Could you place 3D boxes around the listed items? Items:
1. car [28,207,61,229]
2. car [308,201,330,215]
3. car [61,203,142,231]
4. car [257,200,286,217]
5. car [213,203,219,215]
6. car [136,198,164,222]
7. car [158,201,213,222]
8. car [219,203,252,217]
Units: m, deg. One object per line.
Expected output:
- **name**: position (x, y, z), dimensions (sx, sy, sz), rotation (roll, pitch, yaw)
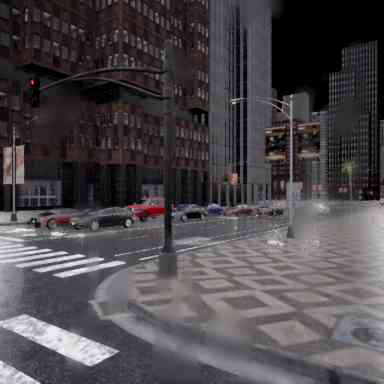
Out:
- **car**: position (-9.241, 1.785, 23.471), dimensions (1.994, 1.385, 4.181), rotation (0, -1, 36)
- **car**: position (16.375, 2.205, 42.720), dimensions (1.812, 1.442, 4.674), rotation (0, -1, 35)
- **car**: position (-5.952, 1.746, 22.517), dimensions (1.837, 1.490, 4.892), rotation (0, -1, 35)
- **car**: position (9.137, 2.049, 38.051), dimensions (2.128, 1.511, 4.902), rotation (0, -1, 35)
- **car**: position (1.975, 2.031, 39.497), dimensions (1.812, 1.442, 4.674), rotation (0, -1, 35)
- **car**: position (-3.954, 1.576, 31.031), dimensions (2.150, 2.045, 5.566), rotation (0, -1, 35)
- **car**: position (-0.479, 1.871, 30.328), dimensions (2.128, 1.511, 4.902), rotation (0, -1, 35)
- **car**: position (5.406, 2.055, 38.712), dimensions (1.812, 1.442, 4.674), rotation (0, -1, 35)
